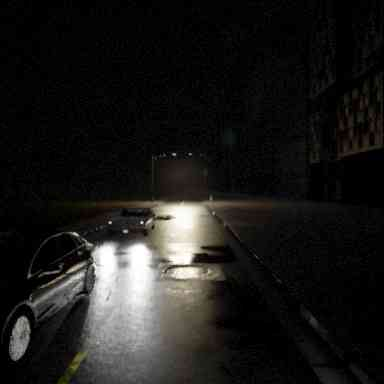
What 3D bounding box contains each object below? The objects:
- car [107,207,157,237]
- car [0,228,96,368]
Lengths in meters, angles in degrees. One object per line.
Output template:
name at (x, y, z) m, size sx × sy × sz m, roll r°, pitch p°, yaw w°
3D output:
car at (-2.997, 1.457, 17.270) m, size 1.895 × 1.301 × 4.718 m, roll 0°, pitch 0°, yaw 0°
car at (-3.092, 1.459, 5.731) m, size 1.837 × 1.490 × 4.892 m, roll 0°, pitch 0°, yaw 0°
